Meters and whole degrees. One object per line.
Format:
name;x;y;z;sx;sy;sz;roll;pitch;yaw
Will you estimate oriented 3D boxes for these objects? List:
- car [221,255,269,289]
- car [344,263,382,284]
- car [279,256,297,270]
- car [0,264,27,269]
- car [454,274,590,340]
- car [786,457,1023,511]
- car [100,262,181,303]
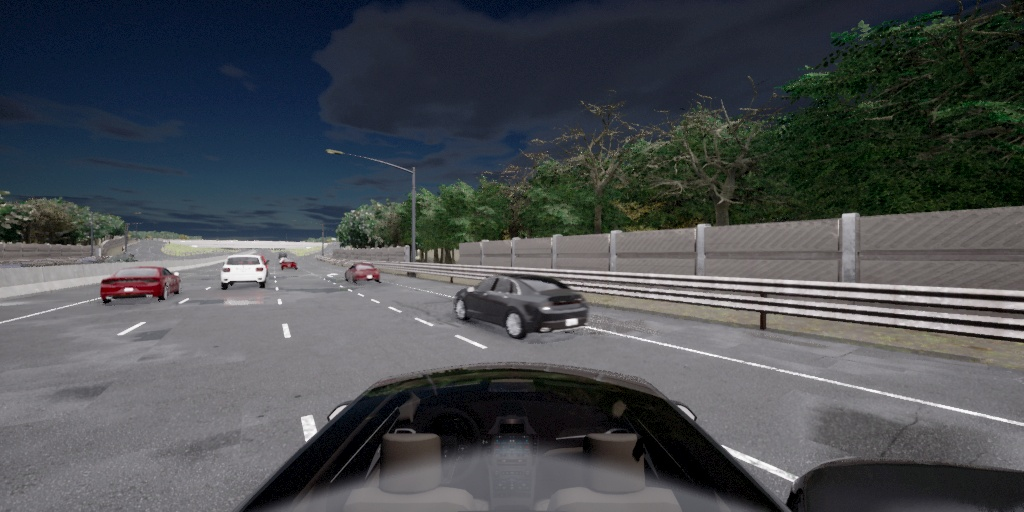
car;-17.312;0.962;23.337;2.150;2.045;5.566;0;0;-34
car;-11.159;1.266;26.731;1.812;1.442;4.674;0;0;-34
car;-33.040;1.184;53.000;1.882;1.535;5.008;0;0;-34
car;-35.971;1.288;25.661;1.994;1.385;4.181;0;0;-34
car;0.011;1.255;10.204;1.837;1.490;4.892;0;0;-34
car;2.984;1.315;0.547;4.181;1.385;1.994;0;0;34
car;-17.078;1.220;16.723;1.882;1.535;5.008;0;0;-34
